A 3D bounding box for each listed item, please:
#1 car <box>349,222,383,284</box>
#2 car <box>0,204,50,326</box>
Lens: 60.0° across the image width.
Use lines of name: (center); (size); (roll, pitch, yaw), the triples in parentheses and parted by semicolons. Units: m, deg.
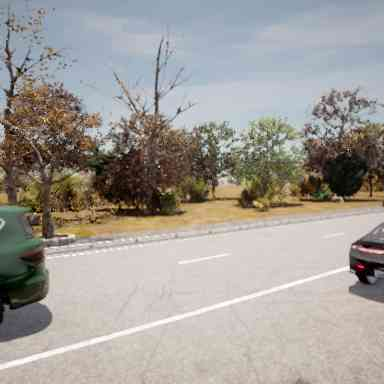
car: (5.602, 1.301, 7.749); (4.902, 1.511, 2.128); (-2, 1, -36)
car: (-5.029, 1.232, 4.704); (5.566, 2.045, 2.150); (0, 0, -36)
